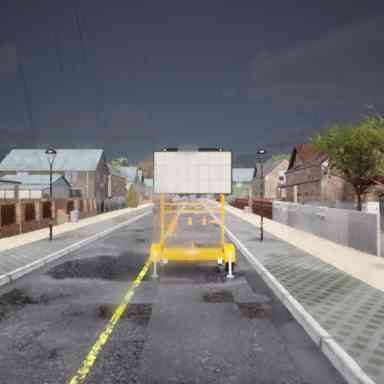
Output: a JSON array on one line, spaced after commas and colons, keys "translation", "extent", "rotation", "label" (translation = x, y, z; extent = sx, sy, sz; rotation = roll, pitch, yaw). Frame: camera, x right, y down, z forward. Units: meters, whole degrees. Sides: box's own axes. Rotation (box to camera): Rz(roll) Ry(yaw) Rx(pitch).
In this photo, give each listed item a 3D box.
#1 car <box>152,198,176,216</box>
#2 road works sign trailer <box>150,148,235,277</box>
[{"translation": [-2.715, 1.404, 33.407], "extent": [2.097, 1.767, 4.553], "rotation": [0, 0, 0], "label": "car"}, {"translation": [0.024, 0.471, 10.199], "extent": [2.380, 3.560, 2.880], "rotation": [0, 0, 0], "label": "road works sign trailer"}]
